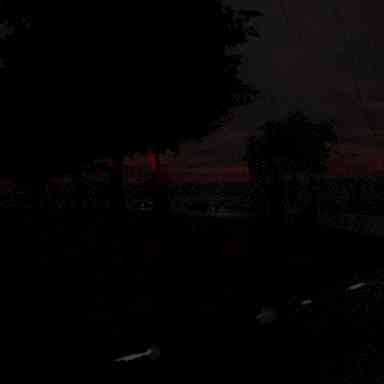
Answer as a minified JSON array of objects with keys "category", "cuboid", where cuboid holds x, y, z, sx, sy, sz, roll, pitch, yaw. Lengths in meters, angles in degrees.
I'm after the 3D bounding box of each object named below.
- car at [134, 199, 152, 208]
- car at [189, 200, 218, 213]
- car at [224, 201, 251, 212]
[{"category":"car","cuboid":[-8.921,2.007,60.347,2.097,1.767,4.553,-3,0,-28]},{"category":"car","cuboid":[1.345,1.806,42.058,2.128,1.511,4.902,-3,1,-31]},{"category":"car","cuboid":[6.040,1.726,41.409,1.895,1.301,4.718,-3,1,-31]}]
